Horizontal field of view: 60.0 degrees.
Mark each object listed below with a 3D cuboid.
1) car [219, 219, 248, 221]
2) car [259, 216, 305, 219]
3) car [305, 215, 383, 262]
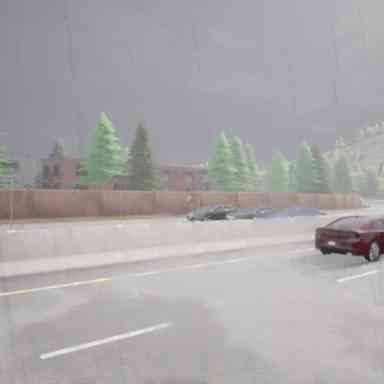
[{"bbox_3d":[4.592,1.726,24.496,4.902,1.511,2.128,1,-1,-36],"label":"car"},{"bbox_3d":[6.799,1.713,21.771,5.008,1.535,1.882,1,-1,-36],"label":"car"},{"bbox_3d":[6.856,1.646,12.962,5.008,1.535,1.882,0,0,-36],"label":"car"}]
